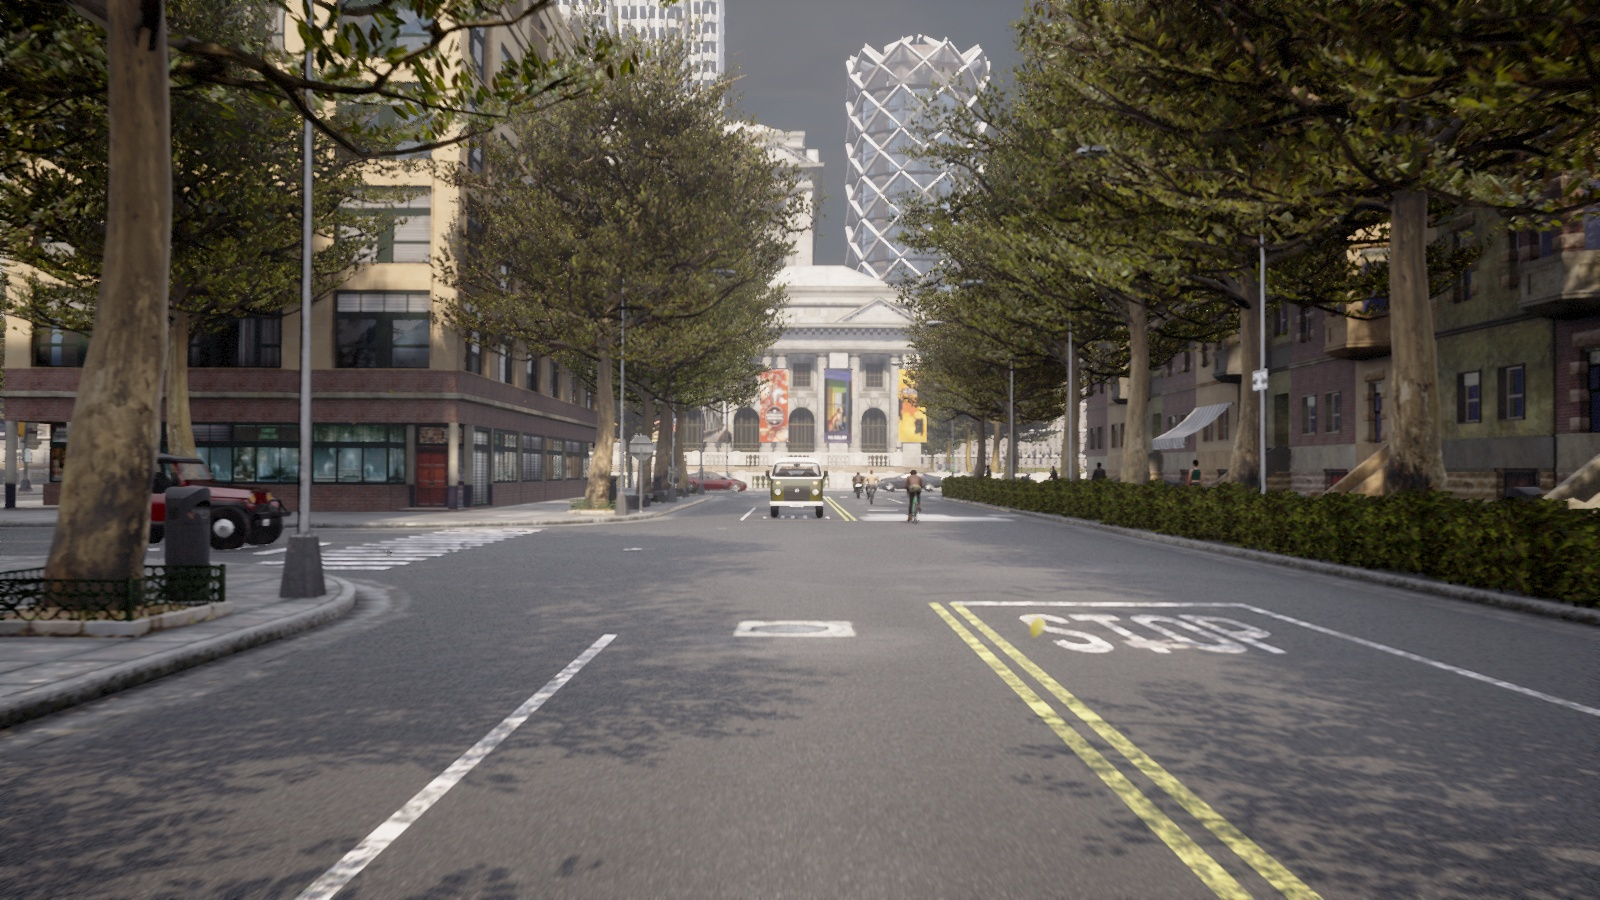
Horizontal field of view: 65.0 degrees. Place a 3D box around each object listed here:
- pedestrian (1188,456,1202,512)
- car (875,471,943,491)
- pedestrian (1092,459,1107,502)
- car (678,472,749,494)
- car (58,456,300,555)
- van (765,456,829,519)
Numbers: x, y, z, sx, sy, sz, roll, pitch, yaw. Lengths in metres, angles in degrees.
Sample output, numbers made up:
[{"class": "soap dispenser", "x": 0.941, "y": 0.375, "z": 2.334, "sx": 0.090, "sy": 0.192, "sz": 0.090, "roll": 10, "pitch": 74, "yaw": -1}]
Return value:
[{"class": "pedestrian", "x": 12.844, "y": 1.104, "z": 40.853, "sx": 0.345, "sy": 1.836, "sz": 0.594, "roll": 0, "pitch": -1, "yaw": 8}, {"class": "car", "x": 8.087, "y": 2.310, "z": 93.852, "sx": 4.902, "sy": 1.511, "sz": 2.128, "roll": 0, "pitch": -1, "yaw": 0}, {"class": "pedestrian", "x": 12.964, "y": 1.329, "z": 54.351, "sx": 0.431, "sy": 1.840, "sz": 0.703, "roll": 0, "pitch": -1, "yaw": -7}, {"class": "car", "x": -5.958, "y": 2.293, "z": 86.896, "sx": 4.792, "sy": 1.488, "sz": 2.163, "roll": 0, "pitch": -1, "yaw": 0}, {"class": "car", "x": -12.252, "y": 1.078, "z": 24.981, "sx": 3.866, "sy": 1.878, "sz": 1.905, "roll": 0, "pitch": -1, "yaw": -1}, {"class": "van", "x": -0.095, "y": 1.259, "z": 43.026, "sx": 2.069, "sy": 2.038, "sz": 4.480, "roll": 0, "pitch": -1, "yaw": 0}]
